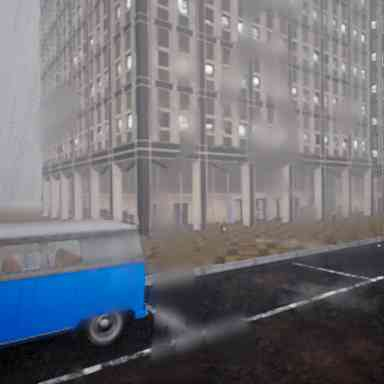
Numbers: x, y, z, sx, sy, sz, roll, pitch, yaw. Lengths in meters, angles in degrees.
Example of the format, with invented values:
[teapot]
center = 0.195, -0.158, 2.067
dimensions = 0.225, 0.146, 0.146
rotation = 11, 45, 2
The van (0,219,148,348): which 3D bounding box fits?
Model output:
[van]
center = -2.609, 1.339, 4.712
dimensions = 3.998, 1.788, 1.690
rotation = 0, 0, -35
